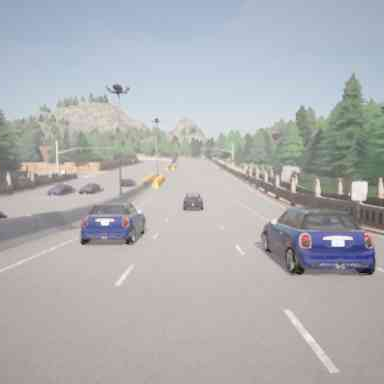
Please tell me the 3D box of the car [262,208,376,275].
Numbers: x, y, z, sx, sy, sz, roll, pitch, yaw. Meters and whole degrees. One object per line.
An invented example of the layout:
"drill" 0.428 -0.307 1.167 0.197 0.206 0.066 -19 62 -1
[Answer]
"car" 3.605 1.259 10.326 2.097 1.767 4.553 0 1 0

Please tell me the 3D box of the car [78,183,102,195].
"car" -14.035 -0.516 46.064 2.033 1.411 5.357 0 7 1

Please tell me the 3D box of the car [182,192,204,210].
"car" 0.117 0.776 31.795 2.128 1.511 4.902 0 4 0

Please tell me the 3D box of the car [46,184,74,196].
"car" -17.549 -0.326 44.476 2.033 1.411 5.357 0 7 0

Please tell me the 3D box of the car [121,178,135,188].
"car" -10.498 -1.522 54.279 1.994 1.385 4.181 0 7 1

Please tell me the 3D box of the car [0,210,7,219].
"car" -10.584 1.370 15.424 1.837 1.490 4.892 0 1 0

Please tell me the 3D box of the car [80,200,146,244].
"car" -3.391 1.218 15.094 2.097 1.767 4.553 0 1 0
